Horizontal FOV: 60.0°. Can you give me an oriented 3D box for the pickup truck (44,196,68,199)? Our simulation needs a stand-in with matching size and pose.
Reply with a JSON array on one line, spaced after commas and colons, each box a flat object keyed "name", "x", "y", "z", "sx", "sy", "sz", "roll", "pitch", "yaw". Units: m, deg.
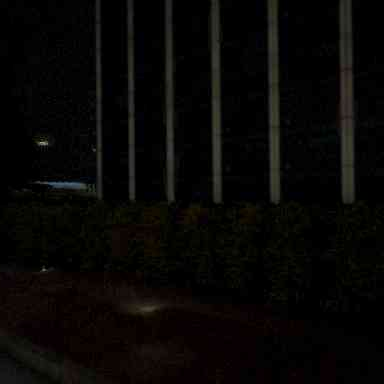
[{"name": "pickup truck", "x": -25.622, "y": 1.875, "z": 64.677, "sx": 6.274, "sy": 2.098, "sz": 2.390, "roll": 0, "pitch": -1, "yaw": -24}]
